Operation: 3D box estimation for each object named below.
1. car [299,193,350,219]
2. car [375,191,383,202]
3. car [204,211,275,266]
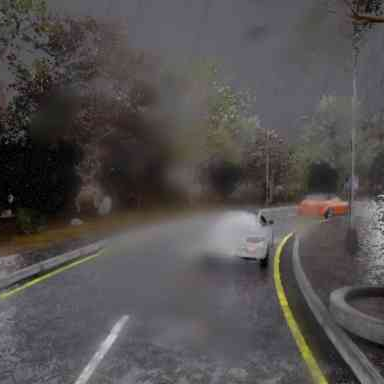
[{"bbox_3d":[9.566,0.882,23.708,4.553,1.767,2.097,-1,2,-44],"label":"car"},{"bbox_3d":[25.077,0.583,42.480,4.674,1.442,1.812,-2,3,-40],"label":"car"},{"bbox_3d":[1.655,1.333,10.874,1.812,1.442,4.674,1,1,16],"label":"car"}]
